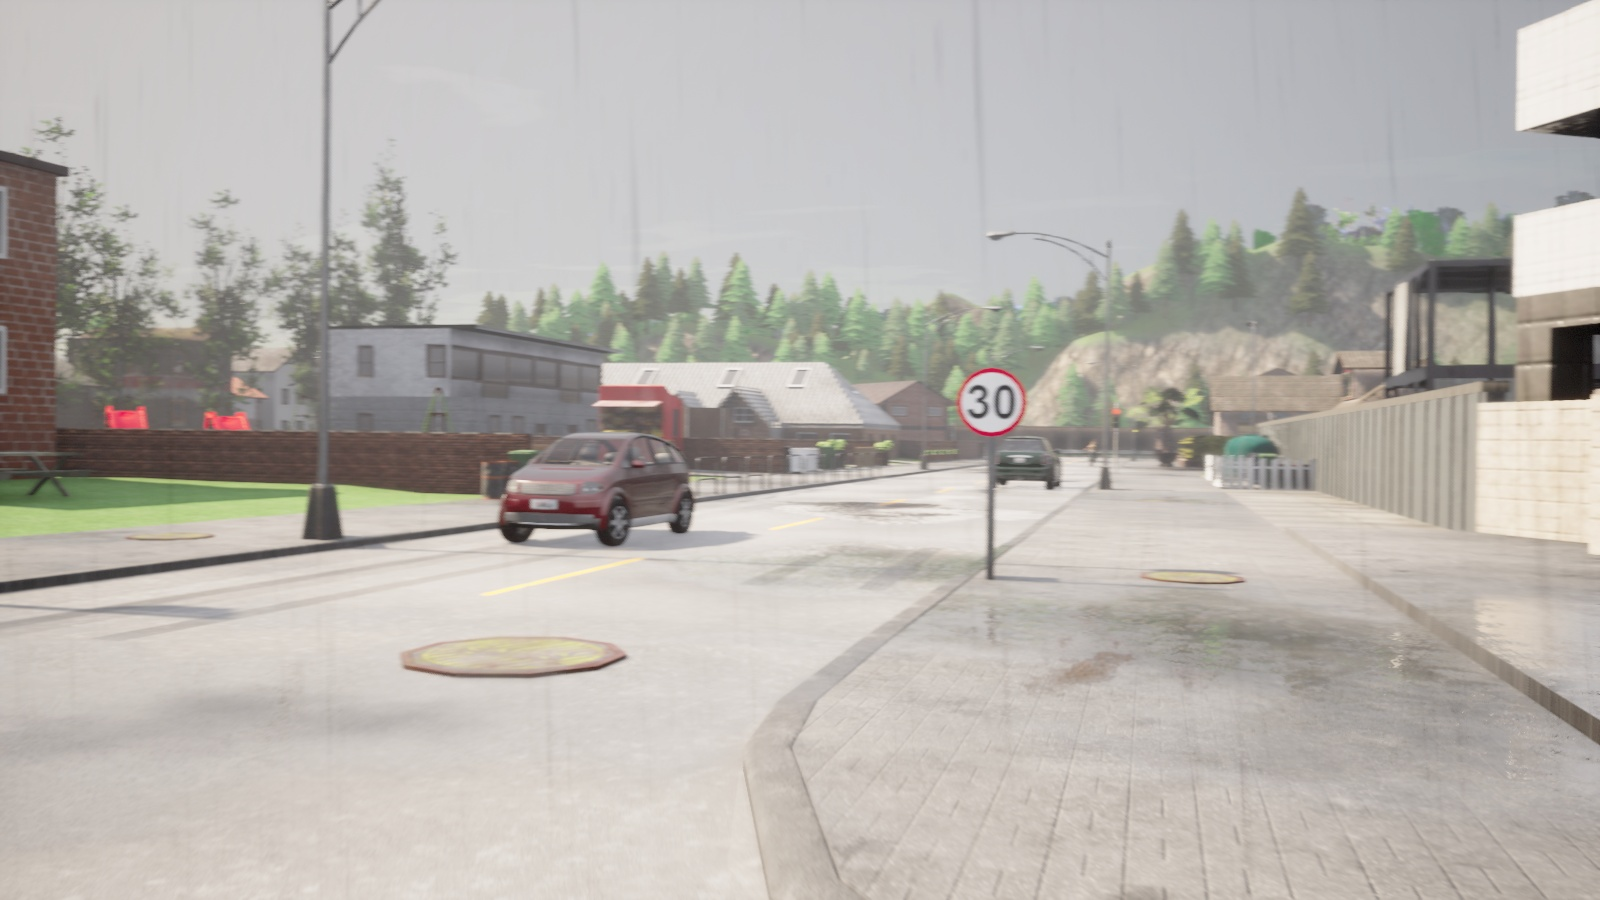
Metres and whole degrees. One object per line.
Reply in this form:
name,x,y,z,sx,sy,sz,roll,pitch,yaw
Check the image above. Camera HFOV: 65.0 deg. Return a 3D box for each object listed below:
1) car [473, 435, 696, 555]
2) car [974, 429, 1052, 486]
car,-2.995,0.573,18.242,1.789,1.549,3.705,0,0,15
car,7.021,0.207,41.019,2.097,1.767,4.553,0,1,15
